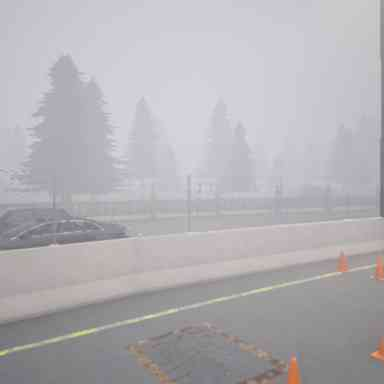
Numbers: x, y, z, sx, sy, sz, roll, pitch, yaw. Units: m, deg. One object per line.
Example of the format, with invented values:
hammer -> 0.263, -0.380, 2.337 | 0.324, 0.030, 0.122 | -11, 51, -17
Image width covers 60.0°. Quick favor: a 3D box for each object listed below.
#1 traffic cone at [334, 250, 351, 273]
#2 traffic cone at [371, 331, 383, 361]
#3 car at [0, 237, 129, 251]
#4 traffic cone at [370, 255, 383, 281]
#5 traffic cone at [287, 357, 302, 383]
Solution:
traffic cone -> 4.167, 1.892, 9.208 | 0.340, 0.580, 0.340 | -1, 0, -35
traffic cone -> 2.642, 1.921, 4.446 | 0.340, 0.580, 0.340 | -1, 0, -35
car -> -4.286, 1.495, 9.837 | 4.902, 1.511, 2.128 | -1, 0, -34
traffic cone -> 4.745, 1.890, 8.392 | 0.340, 0.580, 0.340 | -1, 0, -35
traffic cone -> 1.011, 1.938, 3.288 | 0.340, 0.580, 0.340 | -1, 0, -35
